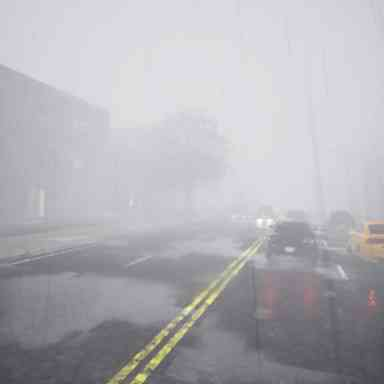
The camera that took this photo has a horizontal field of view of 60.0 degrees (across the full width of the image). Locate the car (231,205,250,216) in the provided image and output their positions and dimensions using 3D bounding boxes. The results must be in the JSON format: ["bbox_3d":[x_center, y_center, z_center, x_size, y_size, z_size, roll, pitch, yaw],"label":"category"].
[{"bbox_3d":[6.306,2.330,42.622,1.994,1.385,4.181,1,-1,17],"label":"car"}]

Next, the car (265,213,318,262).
[{"bbox_3d":[4.066,1.830,13.528,1.812,1.442,4.674,1,-1,18],"label":"car"}]

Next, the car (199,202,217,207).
[{"bbox_3d":[3.791,3.024,80.172,4.313,1.339,1.947,1,0,17],"label":"car"}]

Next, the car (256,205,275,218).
[{"bbox_3d":[8.823,2.289,39.740,2.128,1.511,4.902,1,-1,17],"label":"car"}]

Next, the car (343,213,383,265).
[{"bbox_3d":[7.308,1.869,12.978,1.882,1.535,5.008,1,0,18],"label":"car"}]

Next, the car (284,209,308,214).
[{"bbox_3d":[8.656,2.158,27.788,1.812,1.442,4.674,1,-1,18],"label":"car"}]

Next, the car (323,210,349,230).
[{"bbox_3d":[11.526,2.200,26.111,1.837,1.490,4.892,1,0,18],"label":"car"}]
